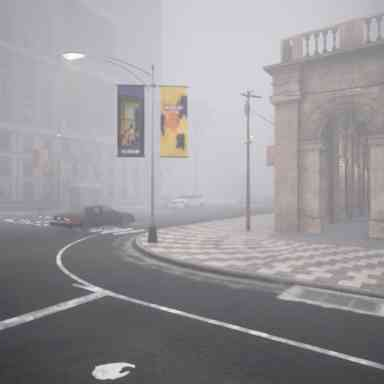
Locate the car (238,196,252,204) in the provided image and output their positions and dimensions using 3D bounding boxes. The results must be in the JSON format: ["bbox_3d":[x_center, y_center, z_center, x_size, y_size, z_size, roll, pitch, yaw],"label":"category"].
[{"bbox_3d":[10.180,1.491,61.400,1.837,1.490,4.892,0,-1,36],"label":"car"}]

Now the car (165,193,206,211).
[{"bbox_3d":[-0.427,1.207,40.785,2.150,2.045,5.566,0,0,36],"label":"car"}]

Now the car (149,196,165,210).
[{"bbox_3d":[-3.423,1.336,42.602,2.097,1.767,4.553,0,0,36],"label":"car"}]

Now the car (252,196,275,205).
[{"bbox_3d":[13.279,1.479,59.708,2.128,1.511,4.902,0,0,36],"label":"car"}]

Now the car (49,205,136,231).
[{"bbox_3d":[-5.971,1.537,20.602,2.033,1.411,5.357,0,0,35],"label":"car"}]
